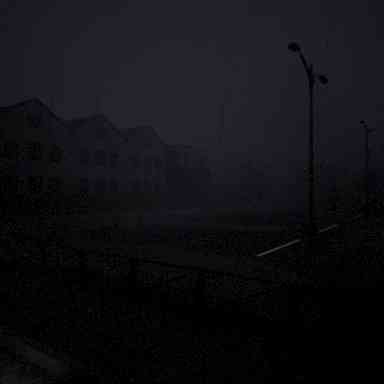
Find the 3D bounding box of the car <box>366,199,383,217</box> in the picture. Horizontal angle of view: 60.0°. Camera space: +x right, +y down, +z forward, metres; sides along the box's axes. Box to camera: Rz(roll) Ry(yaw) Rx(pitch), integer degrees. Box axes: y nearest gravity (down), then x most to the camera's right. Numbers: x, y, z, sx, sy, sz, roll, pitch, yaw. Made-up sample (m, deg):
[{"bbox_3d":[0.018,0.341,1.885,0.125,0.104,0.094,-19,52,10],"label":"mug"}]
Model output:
[{"bbox_3d":[15.375,1.298,26.844,2.007,1.523,4.514,0,0,35],"label":"car"}]
